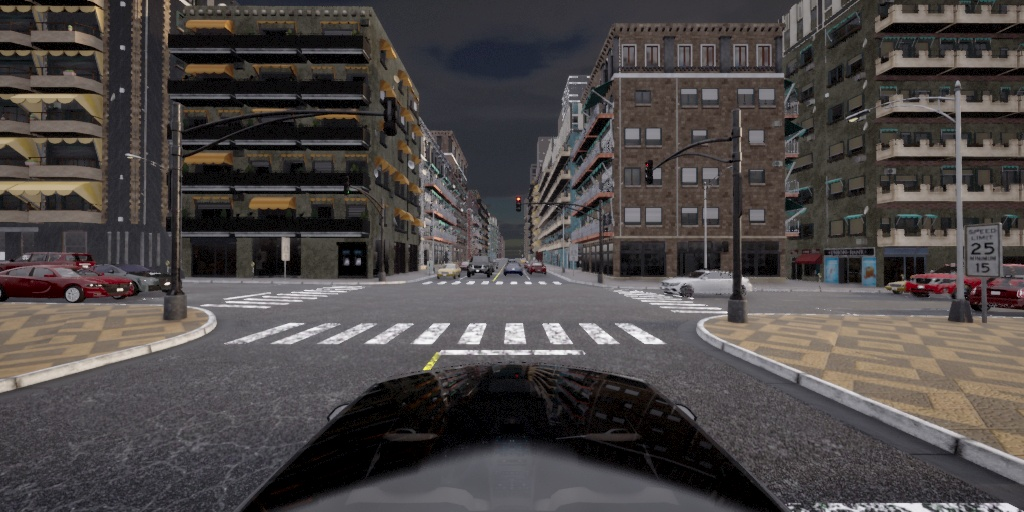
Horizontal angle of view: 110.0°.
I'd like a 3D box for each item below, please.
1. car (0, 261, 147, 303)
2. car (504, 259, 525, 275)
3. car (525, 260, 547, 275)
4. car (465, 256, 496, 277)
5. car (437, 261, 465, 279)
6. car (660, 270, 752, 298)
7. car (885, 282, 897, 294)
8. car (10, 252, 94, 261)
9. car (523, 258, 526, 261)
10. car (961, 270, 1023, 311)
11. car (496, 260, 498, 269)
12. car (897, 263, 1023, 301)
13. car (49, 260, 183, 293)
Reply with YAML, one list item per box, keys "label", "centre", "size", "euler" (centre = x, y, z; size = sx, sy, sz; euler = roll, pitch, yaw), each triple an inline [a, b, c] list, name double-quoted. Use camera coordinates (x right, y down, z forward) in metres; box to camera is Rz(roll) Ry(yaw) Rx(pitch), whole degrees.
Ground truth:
- label: "car"
  centre: [-17.259, 1.012, 13.700]
  size: [4.507, 1.381, 1.888]
  euler: [0, 0, 0]
- label: "car"
  centre: [0.129, 1.323, 39.081]
  size: [1.994, 1.385, 4.181]
  euler: [0, 0, 0]
- label: "car"
  centre: [2.701, 1.303, 38.346]
  size: [1.888, 1.381, 4.507]
  euler: [0, 0, 0]
- label: "car"
  centre: [-3.091, 0.979, 35.247]
  size: [2.150, 2.045, 5.566]
  euler: [0, 0, 0]
- label: "car"
  centre: [-5.681, 1.282, 32.669]
  size: [1.751, 1.417, 4.829]
  euler: [0, 0, 0]
- label: "car"
  centre: [10.515, 1.480, 19.528]
  size: [4.674, 1.442, 1.812]
  euler: [1, -1, -4]
- label: "car"
  centre: [26.252, 1.754, 22.364]
  size: [4.829, 1.417, 1.751]
  euler: [0, 0, 0]
- label: "car"
  centre: [-28.641, 0.686, 21.998]
  size: [5.009, 1.841, 2.192]
  euler: [0, 0, 0]
- label: "car"
  centre: [2.703, 1.200, 43.870]
  size: [1.967, 1.591, 4.097]
  euler: [0, 0, 0]
- label: "car"
  centre: [20.838, 1.500, 14.011]
  size: [4.097, 1.591, 1.967]
  euler: [0, 0, 0]
- label: "car"
  centre: [-3.086, 1.265, 45.286]
  size: [1.837, 1.490, 4.892]
  euler: [0, 0, 0]
- label: "car"
  centre: [25.331, 1.410, 19.802]
  size: [5.566, 2.045, 2.150]
  euler: [1, -1, -1]
- label: "car"
  centre: [-17.674, 1.049, 16.290]
  size: [4.181, 1.385, 1.994]
  euler: [1, -1, -1]
